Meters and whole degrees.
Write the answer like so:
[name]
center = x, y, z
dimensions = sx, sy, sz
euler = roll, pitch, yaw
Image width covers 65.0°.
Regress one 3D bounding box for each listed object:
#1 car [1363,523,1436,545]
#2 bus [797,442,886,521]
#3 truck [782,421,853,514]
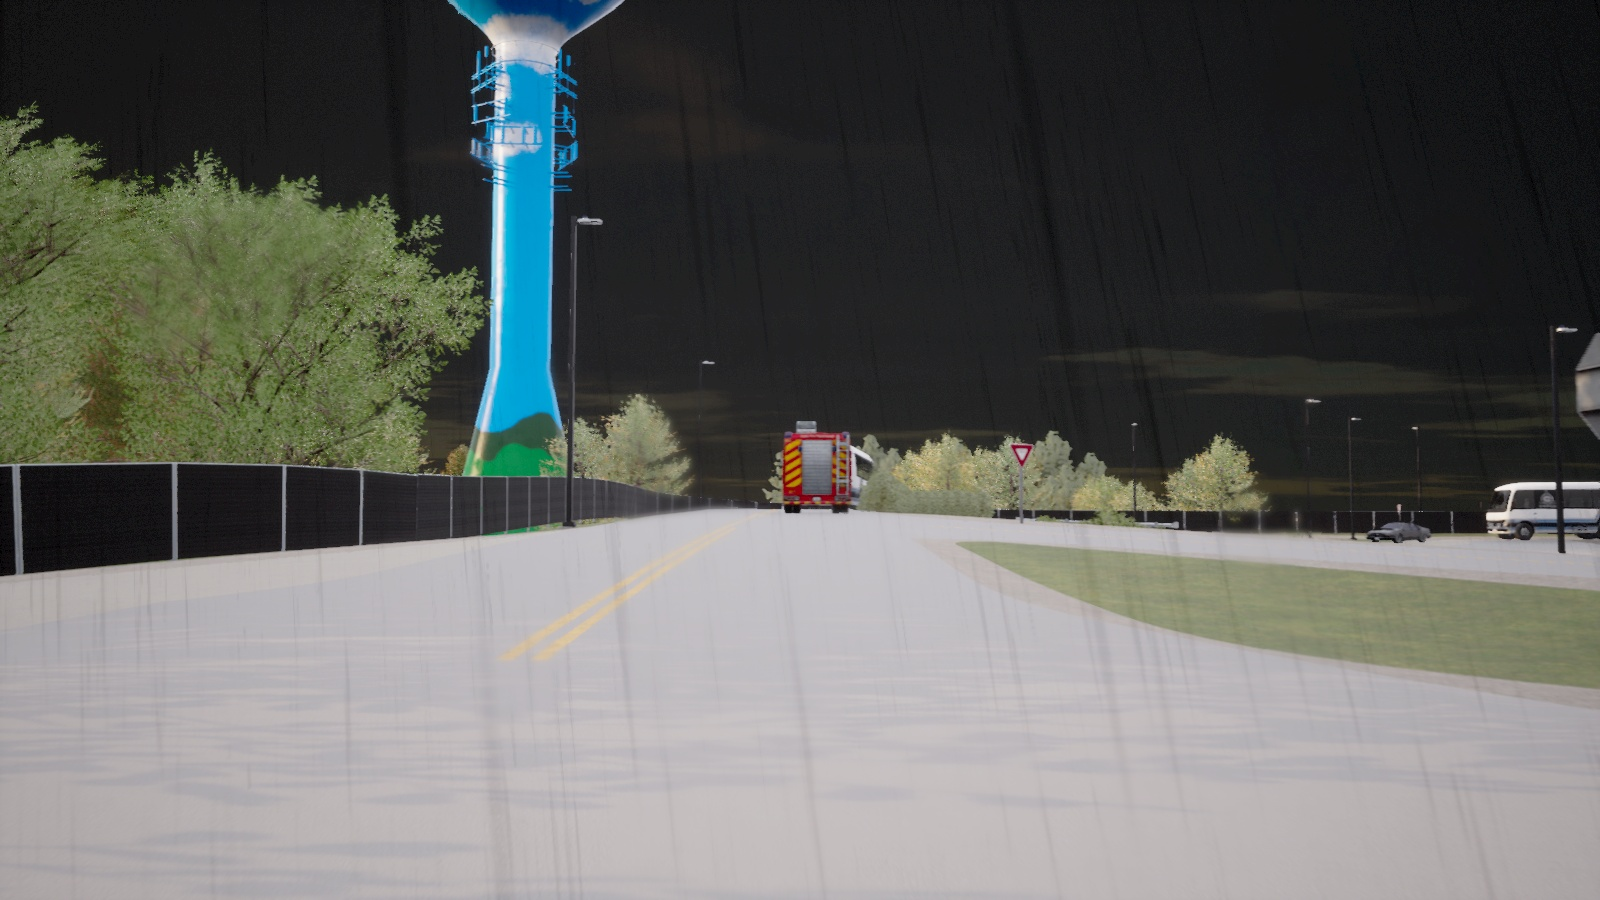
[car]
center = 41.115, 5.736, 86.050
dimensions = 5.357, 1.411, 2.033
euler = 2, -3, -33
[bus]
center = 2.787, 2.152, 78.787
dimensions = 3.944, 4.253, 10.273
euler = -1, -5, 11
[truck]
center = 0.779, 0.870, 55.889
dimensions = 2.891, 3.827, 8.468
euler = 0, -2, 1
